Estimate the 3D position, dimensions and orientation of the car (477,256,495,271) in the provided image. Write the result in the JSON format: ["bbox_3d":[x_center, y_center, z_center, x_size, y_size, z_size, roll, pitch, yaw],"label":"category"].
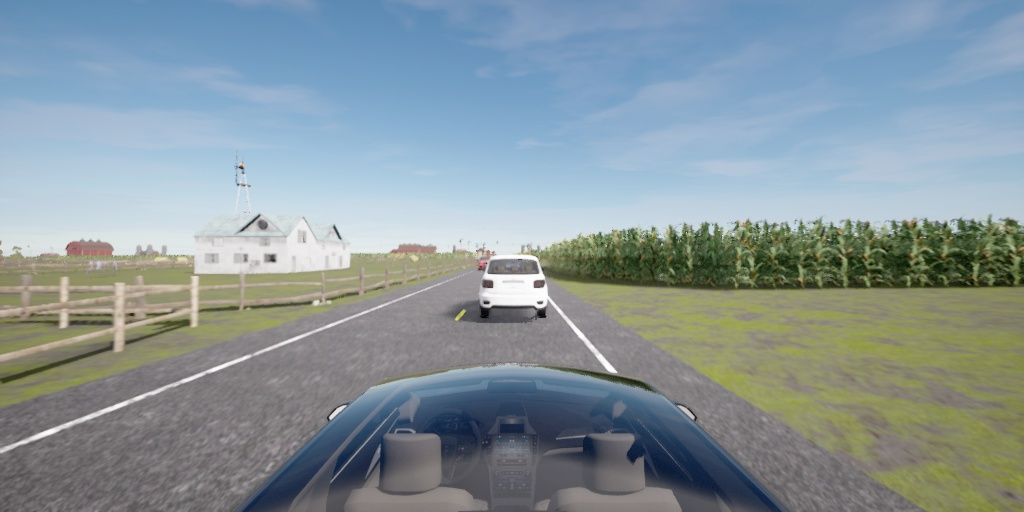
[{"bbox_3d":[-3.607,1.015,50.906,2.150,2.045,5.566,0,0,0],"label":"car"}]

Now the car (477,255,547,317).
[{"bbox_3d":[0.059,0.992,13.312,2.150,2.045,5.566,0,0,0],"label":"car"}]
